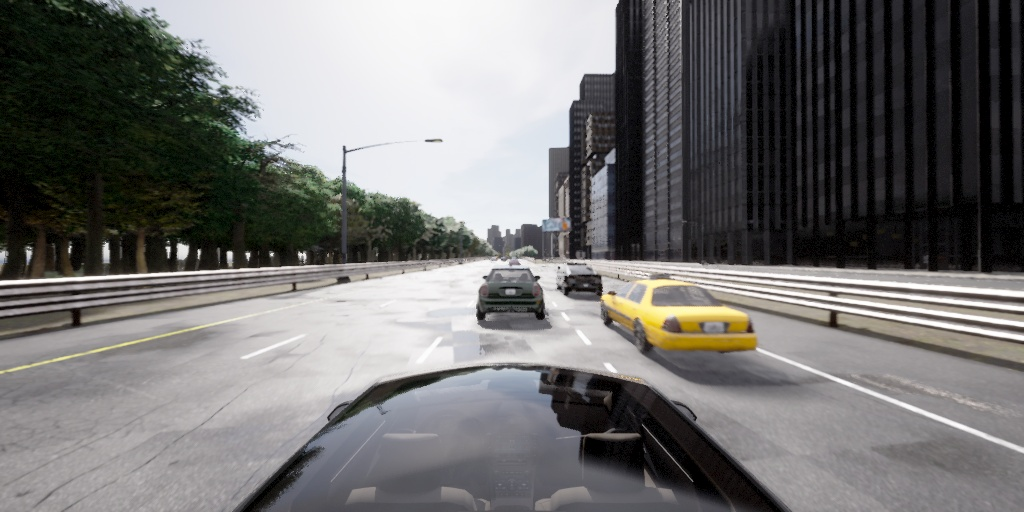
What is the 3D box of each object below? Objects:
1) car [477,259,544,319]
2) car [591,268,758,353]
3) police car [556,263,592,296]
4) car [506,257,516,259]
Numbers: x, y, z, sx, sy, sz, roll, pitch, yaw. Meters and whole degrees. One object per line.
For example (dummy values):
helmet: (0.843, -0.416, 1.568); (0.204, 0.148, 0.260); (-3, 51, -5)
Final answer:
car: (-0.023, 1.103, 12.953); (2.097, 1.767, 4.553); (0, 0, 0)
car: (3.505, 1.208, 8.780); (1.801, 1.575, 5.366); (0, 0, 0)
police car: (3.532, 1.179, 19.671); (1.930, 1.638, 5.238); (0, 0, 0)
car: (0.352, 1.327, 59.651); (1.994, 1.385, 4.181); (0, 0, 0)
